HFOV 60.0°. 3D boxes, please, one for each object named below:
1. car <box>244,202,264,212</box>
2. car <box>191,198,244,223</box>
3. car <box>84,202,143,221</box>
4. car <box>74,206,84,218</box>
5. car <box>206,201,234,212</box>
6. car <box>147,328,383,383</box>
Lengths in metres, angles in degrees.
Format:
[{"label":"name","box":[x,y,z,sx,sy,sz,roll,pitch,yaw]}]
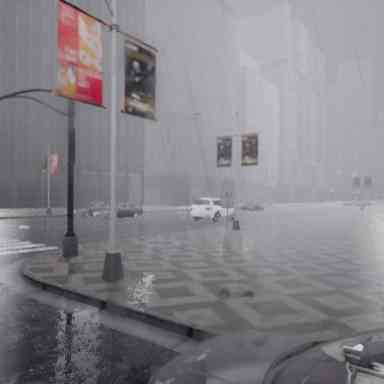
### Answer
[{"label":"car","box":[9.077,2.246,50.147,2.033,1.411,5.357,1,-1,36]},{"label":"car","box":[2.111,1.575,29.255,2.150,2.045,5.566,1,-1,36]},{"label":"car","box":[-6.373,1.687,28.756,2.128,1.511,4.902,1,-1,36]},{"label":"car","box":[-8.900,1.665,30.806,2.128,1.511,4.902,1,-1,36]},{"label":"car","box":[4.170,2.126,48.945,1.812,1.442,4.674,1,-1,36]},{"label":"car","box":[1.578,1.554,1.839,4.403,1.369,2.008,1,0,36]}]
